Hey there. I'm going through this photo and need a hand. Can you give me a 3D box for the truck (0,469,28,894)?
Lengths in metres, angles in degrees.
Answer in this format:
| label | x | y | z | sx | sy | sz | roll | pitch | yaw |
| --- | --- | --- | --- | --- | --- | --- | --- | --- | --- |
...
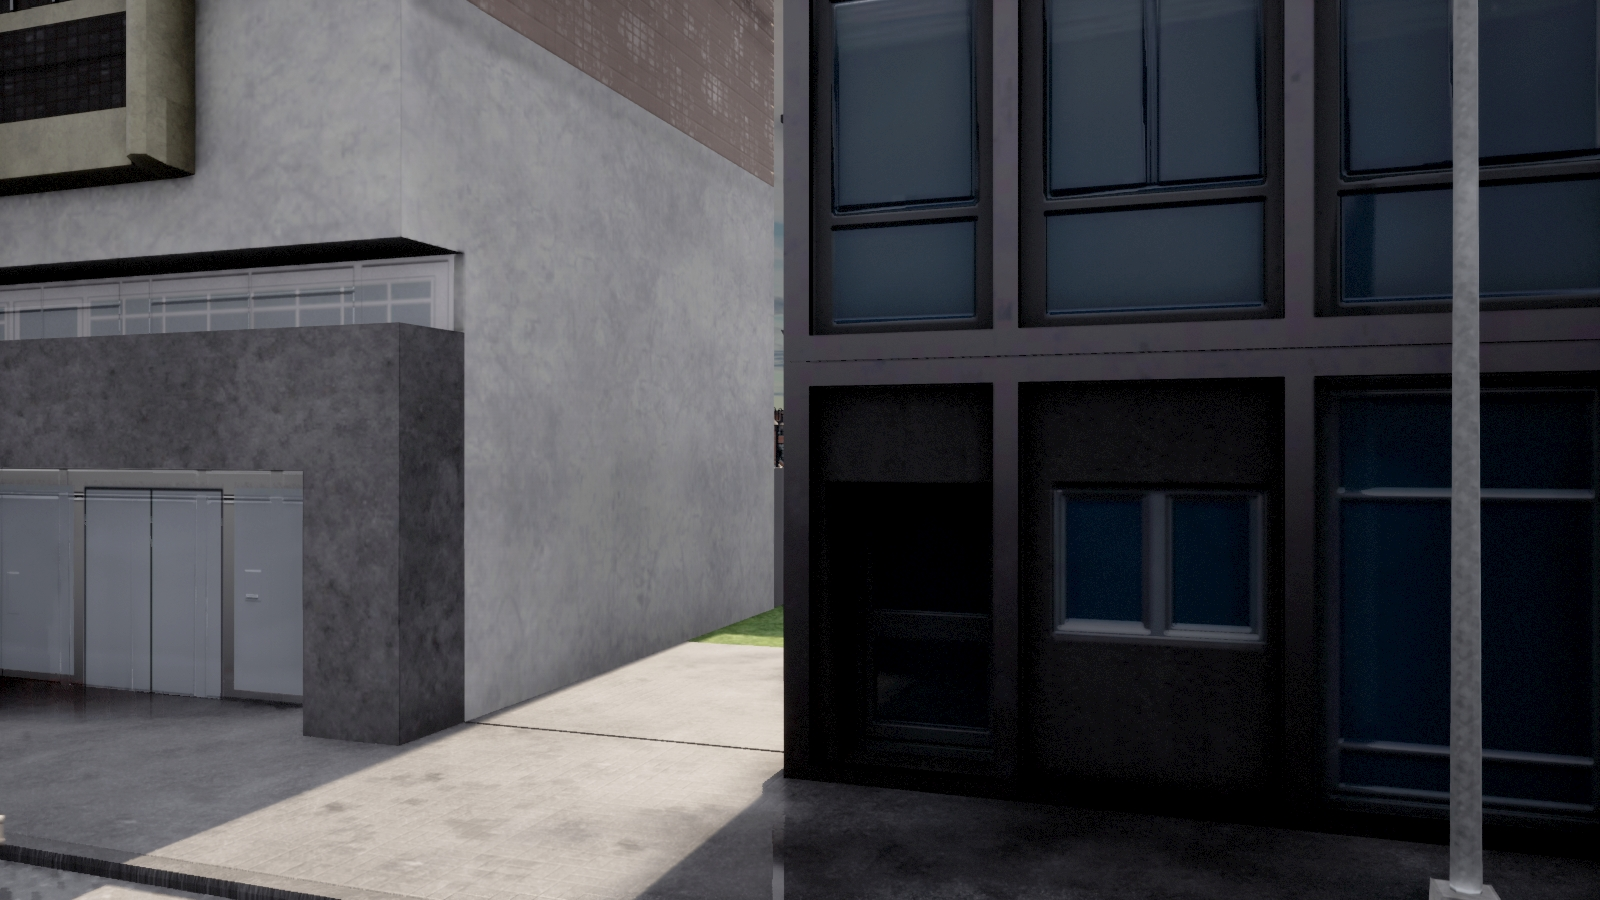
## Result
| label | x | y | z | sx | sy | sz | roll | pitch | yaw |
| --- | --- | --- | --- | --- | --- | --- | --- | --- | --- |
| truck | -7.491 | 1.352 | 6.441 | 5.204 | 2.467 | 2.627 | 0 | 0 | 20 |
